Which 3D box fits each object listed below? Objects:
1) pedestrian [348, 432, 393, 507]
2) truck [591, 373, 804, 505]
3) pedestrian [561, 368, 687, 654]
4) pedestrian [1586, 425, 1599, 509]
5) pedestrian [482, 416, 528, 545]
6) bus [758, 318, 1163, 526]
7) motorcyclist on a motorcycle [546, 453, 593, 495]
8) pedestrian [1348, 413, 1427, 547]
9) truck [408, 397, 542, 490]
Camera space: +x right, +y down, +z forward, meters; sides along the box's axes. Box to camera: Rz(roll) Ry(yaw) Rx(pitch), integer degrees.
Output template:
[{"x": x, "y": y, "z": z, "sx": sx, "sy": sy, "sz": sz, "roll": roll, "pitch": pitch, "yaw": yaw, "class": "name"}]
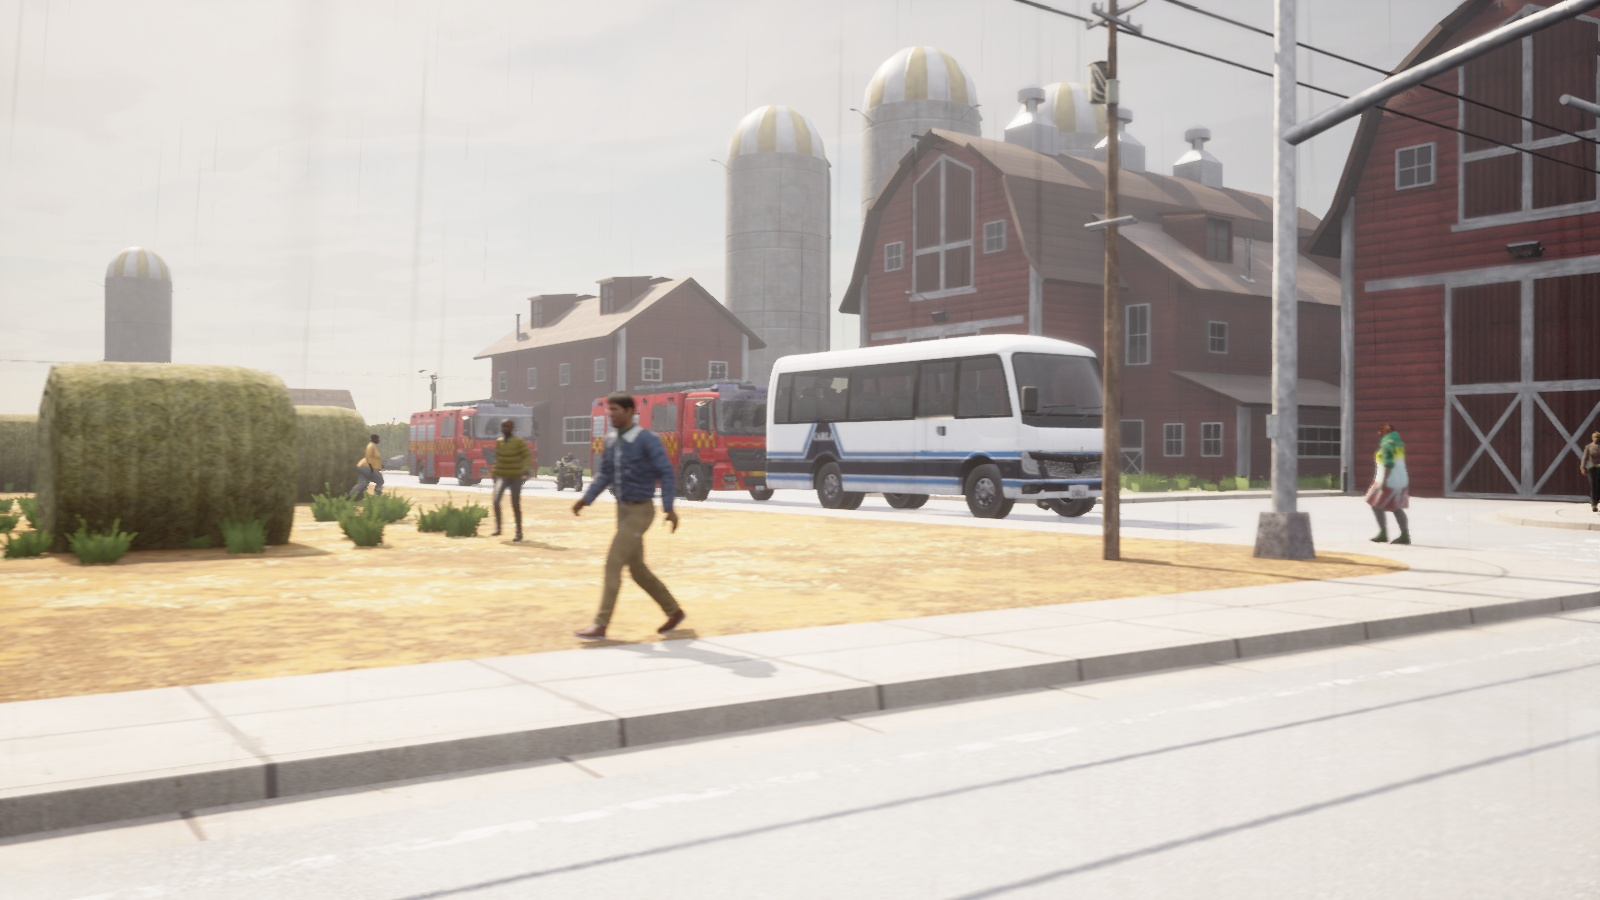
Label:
[{"x": -10.818, "y": 0.486, "z": 31.610, "sx": 0.900, "sy": 1.855, "sz": 0.874, "roll": 0, "pitch": 0, "yaw": -30, "class": "pedestrian"}, {"x": -3.550, "y": -0.306, "z": 40.665, "sx": 2.891, "sy": 3.827, "sz": 8.468, "roll": 0, "pitch": 0, "yaw": -36, "class": "truck"}, {"x": -1.249, "y": 0.416, "z": 8.960, "sx": 0.788, "sy": 1.949, "sz": 0.423, "roll": 0, "pitch": 0, "yaw": -40, "class": "pedestrian"}, {"x": 17.681, "y": 0.370, "z": 27.914, "sx": 0.331, "sy": 1.846, "sz": 0.634, "roll": 0, "pitch": 0, "yaw": 30, "class": "pedestrian"}, {"x": -4.302, "y": 0.435, "z": 18.337, "sx": 0.370, "sy": 1.835, "sz": 0.726, "roll": 0, "pitch": 0, "yaw": 14, "class": "pedestrian"}, {"x": 3.472, "y": -0.558, "z": 30.959, "sx": 3.944, "sy": 4.253, "sz": 10.273, "roll": 0, "pitch": 0, "yaw": -36, "class": "bus"}, {"x": -8.814, "y": 0.906, "z": 47.935, "sx": 0.866, "sy": 1.530, "sz": 2.191, "roll": 0, "pitch": 0, "yaw": -36, "class": "motorcyclist on a motorcycle"}, {"x": 8.790, "y": 0.438, "z": 18.796, "sx": 0.659, "sy": 1.952, "sz": 0.873, "roll": 0, "pitch": 0, "yaw": -42, "class": "pedestrian"}, {"x": -14.622, "y": -0.244, "z": 55.975, "sx": 2.891, "sy": 3.827, "sz": 8.468, "roll": 0, "pitch": 0, "yaw": -36, "class": "truck"}]
